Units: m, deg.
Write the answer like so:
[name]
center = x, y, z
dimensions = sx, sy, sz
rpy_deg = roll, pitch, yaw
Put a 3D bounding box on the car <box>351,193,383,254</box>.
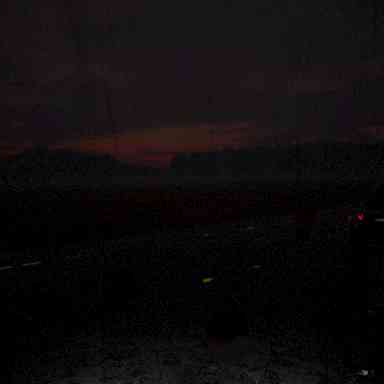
[car]
center = 6.414, 0.745, 9.234
dimensions = 4.553, 1.767, 2.097
rpy_deg = -3, 5, -38
